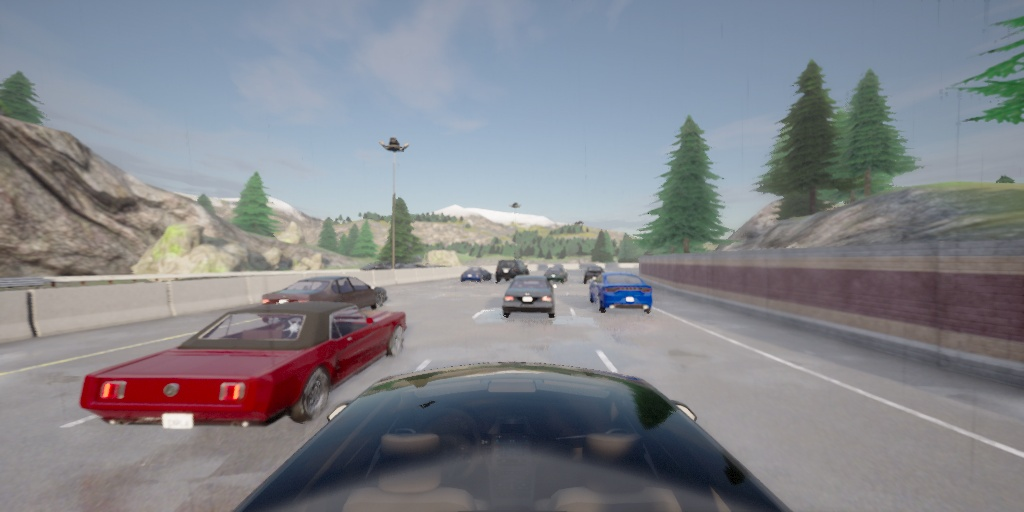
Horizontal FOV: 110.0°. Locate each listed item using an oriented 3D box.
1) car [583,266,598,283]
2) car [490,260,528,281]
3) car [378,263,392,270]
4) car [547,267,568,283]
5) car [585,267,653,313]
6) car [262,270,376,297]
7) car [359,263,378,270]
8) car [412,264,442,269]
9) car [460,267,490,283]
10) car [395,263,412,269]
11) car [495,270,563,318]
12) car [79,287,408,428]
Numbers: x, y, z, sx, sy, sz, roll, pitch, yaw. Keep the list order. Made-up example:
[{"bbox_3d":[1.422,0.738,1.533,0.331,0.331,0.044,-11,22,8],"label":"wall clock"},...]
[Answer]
[{"bbox_3d":[7.569,1.675,32.847,1.837,1.490,4.892,0,-1,14],"label":"car"},{"bbox_3d":[0.098,1.349,31.793,2.150,2.045,5.566,0,-1,13],"label":"car"},{"bbox_3d":[-16.375,1.784,51.306,1.882,1.535,5.008,0,-1,19],"label":"car"},{"bbox_3d":[4.078,1.726,33.278,1.994,1.385,4.181,0,-1,13],"label":"car"},{"bbox_3d":[4.410,1.414,15.138,1.882,1.535,5.008,0,-1,6],"label":"car"},{"bbox_3d":[-6.374,1.412,12.861,2.033,1.411,5.357,0,-1,5],"label":"car"},{"bbox_3d":[-19.907,1.804,51.730,1.837,1.490,4.892,0,-1,18],"label":"car"},{"bbox_3d":[-10.432,1.824,47.112,2.033,1.411,5.357,0,-1,18],"label":"car"},{"bbox_3d":[-3.192,1.692,32.927,1.994,1.385,4.181,0,-1,13],"label":"car"},{"bbox_3d":[-13.582,1.790,48.593,1.837,1.490,4.892,0,-1,18],"label":"car"},{"bbox_3d":[0.737,1.453,13.878,2.033,1.411,5.357,0,-1,6],"label":"car"},{"bbox_3d":[-3.262,1.389,5.798,1.895,1.301,4.718,0,-1,2],"label":"car"}]
